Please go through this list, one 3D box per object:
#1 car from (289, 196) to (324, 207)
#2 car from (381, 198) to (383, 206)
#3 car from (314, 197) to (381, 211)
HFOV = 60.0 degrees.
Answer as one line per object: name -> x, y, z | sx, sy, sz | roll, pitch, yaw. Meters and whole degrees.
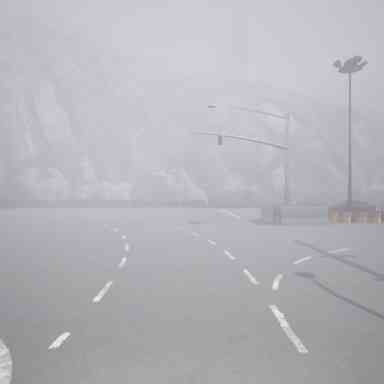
car -> 14.290, 1.267, 41.011 | 4.553, 1.767, 2.097 | 0, 0, -3
car -> 24.662, 1.409, 41.544 | 4.902, 1.511, 2.128 | 0, 0, -3
car -> 14.208, 1.442, 30.503 | 4.892, 1.490, 1.837 | 0, 0, -3
